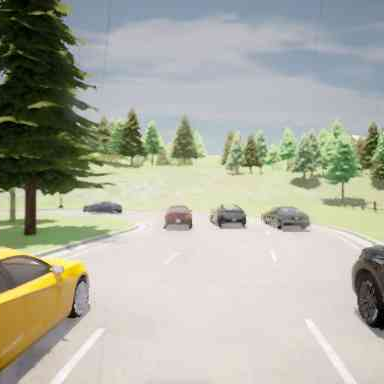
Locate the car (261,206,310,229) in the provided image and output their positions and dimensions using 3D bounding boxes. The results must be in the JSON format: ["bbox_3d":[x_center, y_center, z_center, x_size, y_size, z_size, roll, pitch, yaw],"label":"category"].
[{"bbox_3d":[6.191,1.661,22.498,2.033,1.411,5.357,0,0,-3],"label":"car"}]

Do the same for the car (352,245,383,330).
[{"bbox_3d":[3.904,1.253,3.792,2.150,2.045,5.566,0,0,4],"label":"car"}]

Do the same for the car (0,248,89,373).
[{"bbox_3d":[-3.005,1.483,4.439,1.882,1.535,5.008,0,0,3],"label":"car"}]

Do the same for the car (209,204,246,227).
[{"bbox_3d":[2.450,1.595,23.663,2.128,1.511,4.902,1,0,-6],"label":"car"}]

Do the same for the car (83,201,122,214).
[{"bbox_3d":[-9.733,1.667,36.232,4.181,1.385,1.994,0,0,15],"label":"car"}]

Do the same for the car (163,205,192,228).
[{"bbox_3d":[-0.975,1.610,22.509,1.812,1.442,4.674,1,0,-3],"label":"car"}]
